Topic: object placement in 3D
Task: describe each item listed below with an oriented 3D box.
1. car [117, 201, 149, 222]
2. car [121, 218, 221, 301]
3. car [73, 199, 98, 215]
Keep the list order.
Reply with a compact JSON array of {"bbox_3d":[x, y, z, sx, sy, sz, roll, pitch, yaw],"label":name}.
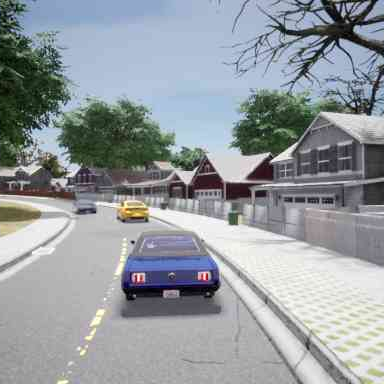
[{"bbox_3d":[-4.615,1.395,25.552,1.882,1.535,5.008,0,0,-19],"label":"car"},{"bbox_3d":[-0.607,1.596,8.368,1.895,1.301,4.718,0,0,-6],"label":"car"},{"bbox_3d":[-10.488,1.384,32.388,2.033,1.411,5.357,0,0,-25],"label":"car"}]
